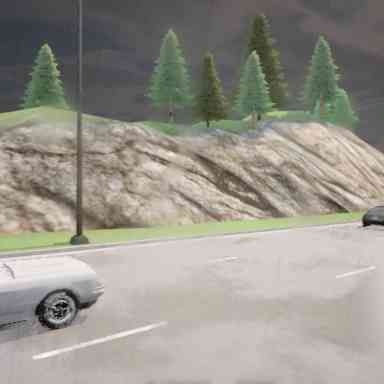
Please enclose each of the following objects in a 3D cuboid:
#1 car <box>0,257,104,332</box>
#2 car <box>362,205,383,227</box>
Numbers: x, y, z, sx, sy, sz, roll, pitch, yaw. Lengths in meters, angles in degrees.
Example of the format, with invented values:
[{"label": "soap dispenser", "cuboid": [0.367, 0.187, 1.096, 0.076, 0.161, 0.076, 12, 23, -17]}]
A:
[{"label": "car", "cuboid": [-3.909, 1.601, 5.249, 4.718, 1.301, 1.895, 0, 0, -36]}, {"label": "car", "cuboid": [12.859, 1.556, 21.567, 4.181, 1.385, 1.994, 0, 0, -36]}]
